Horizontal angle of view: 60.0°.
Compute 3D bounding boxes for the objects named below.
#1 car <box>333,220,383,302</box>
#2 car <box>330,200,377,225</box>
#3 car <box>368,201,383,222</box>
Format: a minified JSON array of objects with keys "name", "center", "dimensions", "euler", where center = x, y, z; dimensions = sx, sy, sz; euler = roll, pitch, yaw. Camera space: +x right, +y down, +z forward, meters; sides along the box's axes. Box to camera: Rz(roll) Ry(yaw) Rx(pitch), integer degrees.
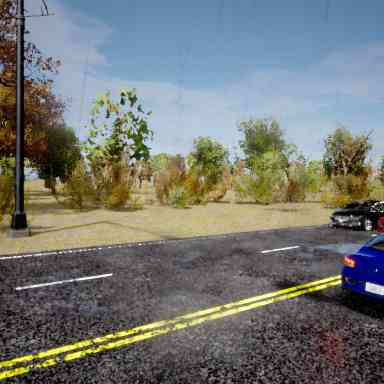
[{"name":"car","center":[4.943,1.453,6.894],"dimensions":[4.674,1.442,1.812],"euler":[0,2,-35]},{"name":"car","center":[9.585,1.225,18.344],"dimensions":[4.892,1.490,1.837],"euler":[0,2,-35]},{"name":"car","center":[10.202,1.298,14.807],"dimensions":[5.008,1.535,1.882],"euler":[0,2,-35]}]
